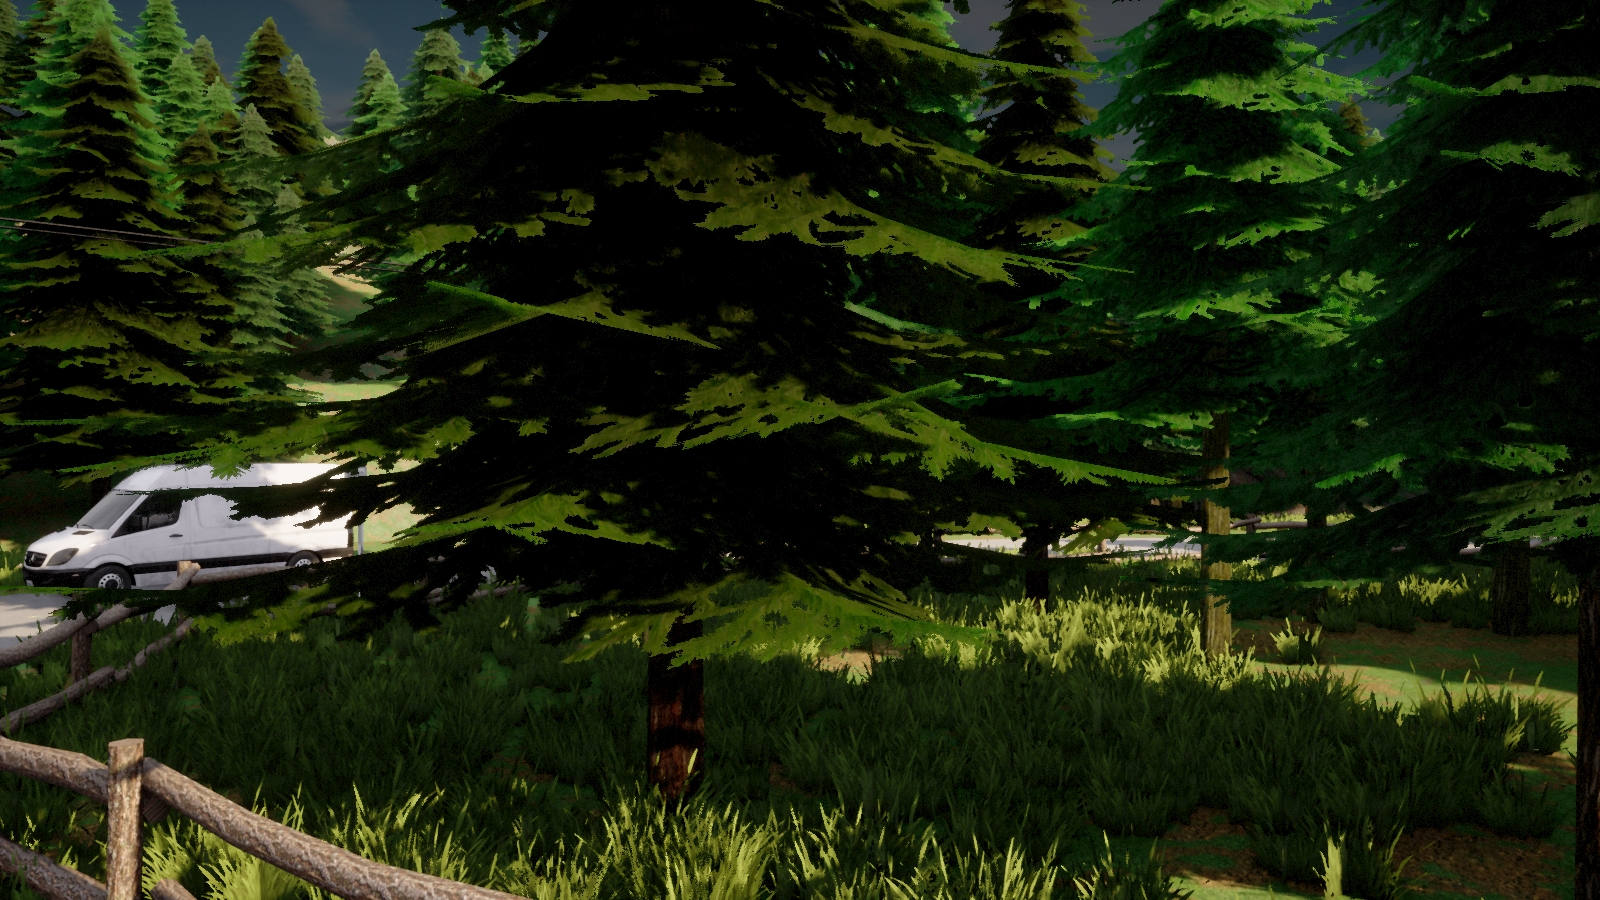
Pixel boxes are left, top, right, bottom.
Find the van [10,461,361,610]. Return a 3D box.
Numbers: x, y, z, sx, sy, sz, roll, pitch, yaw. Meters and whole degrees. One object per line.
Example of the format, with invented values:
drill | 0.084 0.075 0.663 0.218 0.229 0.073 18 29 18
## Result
van | -12.132 1.534 23.024 1.988 2.561 5.915 0 0 39
